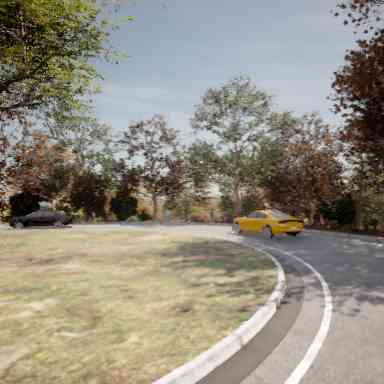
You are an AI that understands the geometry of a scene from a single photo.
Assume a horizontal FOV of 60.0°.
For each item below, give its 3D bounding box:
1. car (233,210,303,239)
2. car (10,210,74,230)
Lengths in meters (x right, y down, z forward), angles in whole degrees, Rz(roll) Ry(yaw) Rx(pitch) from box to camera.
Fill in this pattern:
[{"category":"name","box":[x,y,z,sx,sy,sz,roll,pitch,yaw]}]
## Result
[{"category":"car","box":[4.360,1.844,20.028,1.882,1.535,5.008,1,-2,-26]},{"category":"car","box":[-12.565,2.273,27.988,5.008,1.535,1.882,-1,-2,-7]}]
